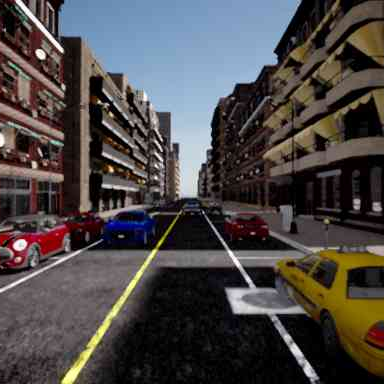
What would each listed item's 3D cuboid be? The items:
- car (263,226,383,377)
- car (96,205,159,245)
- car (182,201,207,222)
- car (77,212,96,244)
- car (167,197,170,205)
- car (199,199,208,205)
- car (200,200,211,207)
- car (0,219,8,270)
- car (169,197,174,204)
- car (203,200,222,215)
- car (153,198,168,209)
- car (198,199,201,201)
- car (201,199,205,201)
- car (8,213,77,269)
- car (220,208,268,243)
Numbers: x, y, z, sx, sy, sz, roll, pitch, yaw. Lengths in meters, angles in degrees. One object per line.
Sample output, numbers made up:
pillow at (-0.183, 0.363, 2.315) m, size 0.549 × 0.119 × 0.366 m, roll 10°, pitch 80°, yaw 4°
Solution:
car at (2.691, 1.585, 5.838) m, size 1.752 × 1.417 × 4.829 m, roll 0°, pitch -1°, yaw 0°
car at (-3.007, 1.646, 16.641) m, size 1.882 × 1.535 × 5.008 m, roll 0°, pitch -1°, yaw 0°
car at (0.037, 1.843, 29.587) m, size 2.033 × 1.411 × 5.357 m, roll 0°, pitch -1°, yaw 1°
car at (-5.691, 1.715, 16.943) m, size 1.887 × 1.381 × 4.507 m, roll 0°, pitch -1°, yaw 0°
car at (-5.696, 2.166, 62.030) m, size 2.008 × 1.369 × 4.403 m, roll 0°, pitch -1°, yaw 0°
car at (2.683, 2.364, 78.934) m, size 1.802 × 1.307 × 4.206 m, roll 0°, pitch -1°, yaw 0°
car at (2.684, 2.238, 67.663) m, size 1.947 × 1.339 × 4.313 m, roll 0°, pitch -1°, yaw 0°
car at (-5.689, 1.373, 5.673) m, size 2.192 × 1.841 × 5.009 m, roll 0°, pitch -1°, yaw 0°
car at (-5.697, 2.271, 73.302) m, size 1.887 × 1.381 × 4.507 m, roll 0°, pitch -1°, yaw 0°
car at (2.687, 1.945, 39.483) m, size 2.008 × 1.369 × 4.403 m, roll 0°, pitch -1°, yaw 0°
car at (-5.695, 2.111, 56.393) m, size 2.008 × 1.369 × 4.403 m, roll 0°, pitch -1°, yaw 0°
car at (-0.004, 2.112, 54.941) m, size 1.994 × 1.385 × 4.181 m, roll 0°, pitch -1°, yaw 0°
car at (2.685, 2.143, 62.197) m, size 1.752 × 1.417 × 4.829 m, roll 0°, pitch -1°, yaw 0°
car at (-5.690, 1.554, 11.307) m, size 1.967 × 1.590 × 4.097 m, roll 0°, pitch -1°, yaw 0°
car at (2.689, 1.715, 16.939) m, size 1.887 × 1.381 × 4.507 m, roll 0°, pitch -1°, yaw 0°
